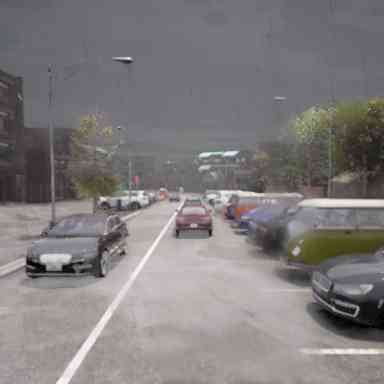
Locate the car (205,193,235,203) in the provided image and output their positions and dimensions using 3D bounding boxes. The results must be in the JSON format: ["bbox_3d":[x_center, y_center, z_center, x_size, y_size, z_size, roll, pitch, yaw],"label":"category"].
[{"bbox_3d":[4.614,1.012,56.248,4.892,1.521,2.231,0,0,0],"label":"car"}]

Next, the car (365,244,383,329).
[{"bbox_3d":[4.642,1.455,3.045,4.892,1.521,2.231,0,0,0],"label":"car"}]

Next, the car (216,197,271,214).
[{"bbox_3d":[4.663,1.251,30.981,4.792,1.488,2.163,0,0,0],"label":"car"}]

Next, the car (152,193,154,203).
[{"bbox_3d":[-7.700,1.158,43.363,4.674,1.452,2.002,0,0,0],"label":"car"}]

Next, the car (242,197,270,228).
[{"bbox_3d":[4.673,1.235,14.220,4.553,1.767,2.185,0,0,0],"label":"car"}]

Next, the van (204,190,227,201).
[{"bbox_3d":[4.499,0.710,64.499,4.442,1.987,1.878,0,1,0],"label":"van"}]

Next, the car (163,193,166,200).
[{"bbox_3d":[-7.527,0.967,61.117,5.366,1.575,1.946,0,0,0],"label":"car"}]

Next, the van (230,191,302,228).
[{"bbox_3d":[4.756,1.088,19.805,4.442,1.987,1.878,0,0,0],"label":"van"}]

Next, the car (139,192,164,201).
[{"bbox_3d":[-7.683,0.815,64.058,4.553,1.767,2.185,0,1,0],"label":"car"}]

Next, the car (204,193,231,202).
[{"bbox_3d":[4.623,0.966,61.707,4.892,1.521,2.231,0,1,0],"label":"car"}]

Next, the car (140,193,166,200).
[{"bbox_3d":[-7.721,0.894,66.889,5.008,1.535,2.097,0,1,0],"label":"car"}]

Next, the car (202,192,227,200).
[{"bbox_3d":[4.608,0.887,67.310,4.892,1.521,2.231,0,2,0],"label":"car"}]

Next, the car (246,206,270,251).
[{"bbox_3d":[4.638,1.383,11.551,5.008,1.535,2.097,0,0,0],"label":"car"}]

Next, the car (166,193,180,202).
[{"bbox_3d":[-3.040,0.990,58.420,1.882,1.535,5.008,0,0,0],"label":"car"}]

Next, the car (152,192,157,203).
[{"bbox_3d":[-7.702,1.132,46.426,4.674,1.452,2.002,0,0,0],"label":"car"}]

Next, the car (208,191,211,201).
[{"bbox_3d":[4.659,1.002,42.279,4.553,1.767,2.185,0,0,0],"label":"car"}]

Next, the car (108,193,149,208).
[{"bbox_3d":[-7.670,1.016,40.423,4.553,1.767,2.185,0,0,0],"label":"car"}]

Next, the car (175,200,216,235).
[{"bbox_3d":[0.090,1.377,17.710,1.812,1.442,4.674,0,0,0],"label":"car"}]

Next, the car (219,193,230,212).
[{"bbox_3d":[4.605,1.142,25.393,4.553,1.767,2.185,0,0,0],"label":"car"}]

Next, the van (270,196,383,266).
[{"bbox_3d":[4.529,1.181,8.631,4.442,1.987,1.878,0,0,0],"label":"van"}]

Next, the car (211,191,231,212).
[{"bbox_3d":[4.662,0.993,28.187,5.566,2.045,2.435,0,0,0],"label":"car"}]

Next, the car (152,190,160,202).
[{"bbox_3d":[-7.739,0.917,52.301,4.553,1.767,2.185,0,0,0],"label":"car"}]

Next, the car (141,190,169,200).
[{"bbox_3d":[-7.689,0.571,69.827,5.566,2.045,2.435,0,1,0],"label":"car"}]

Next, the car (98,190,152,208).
[{"bbox_3d":[-7.728,0.914,37.609,5.566,2.045,2.435,0,0,0],"label":"car"}]

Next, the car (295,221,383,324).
[{"bbox_3d":[4.653,1.432,5.839,4.892,1.521,2.231,0,0,0],"label":"car"}]

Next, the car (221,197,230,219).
[{"bbox_3d":[4.666,1.321,22.603,4.792,1.488,2.163,0,0,0],"label":"car"}]

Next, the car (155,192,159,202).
[{"bbox_3d":[-7.736,1.097,49.364,4.792,1.488,2.163,0,0,0],"label":"car"}]

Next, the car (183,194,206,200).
[{"bbox_3d":[0.081,1.196,35.363,2.128,1.511,4.902,0,0,0],"label":"car"}]

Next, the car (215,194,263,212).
[{"bbox_3d":[4.663,1.072,33.773,4.553,1.767,2.185,0,0,0],"label":"car"}]

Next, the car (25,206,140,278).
[{"bbox_3d":[-3.105,1.408,9.939,2.128,1.511,4.902,0,0,0],"label":"car"}]

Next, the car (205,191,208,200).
[{"bbox_3d":[4.596,0.830,47.740,5.566,2.045,2.435,0,0,0],"label":"car"}]

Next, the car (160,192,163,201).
[{"bbox_3d":[-7.716,1.021,55.115,4.892,1.521,2.231,0,0,0],"label":"car"}]
